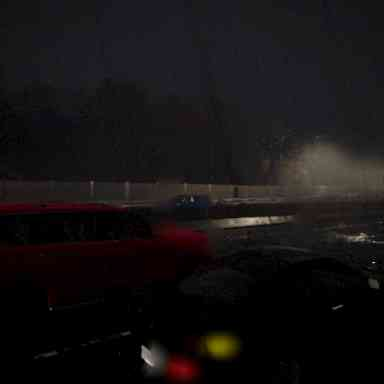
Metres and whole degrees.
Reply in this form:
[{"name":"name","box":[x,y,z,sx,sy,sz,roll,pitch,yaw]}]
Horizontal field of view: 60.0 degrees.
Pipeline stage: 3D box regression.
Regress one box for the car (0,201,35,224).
[{"name":"car","box":[-14.163,1.492,23.982,4.902,1.511,2.128,0,0,-35]}]

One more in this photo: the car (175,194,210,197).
[{"name":"car","box":[-0.603,1.228,29.354,5.566,2.045,2.150,1,0,-35]}]

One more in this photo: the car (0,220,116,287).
[{"name":"car","box":[-4.656,1.601,9.024,4.718,1.301,1.895,0,0,-36]}]

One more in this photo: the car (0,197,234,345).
[{"name":"car","box":[-2.004,1.221,6.615,5.566,2.045,2.150,0,0,-36]}]

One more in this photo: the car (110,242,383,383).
[{"name":"car","box":[1.431,1.525,4.770,4.674,1.442,1.812,0,0,-35]}]

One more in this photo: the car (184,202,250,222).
[{"name":"car","box":[2.103,1.552,26.986,5.357,1.411,2.033,0,0,-35]}]
